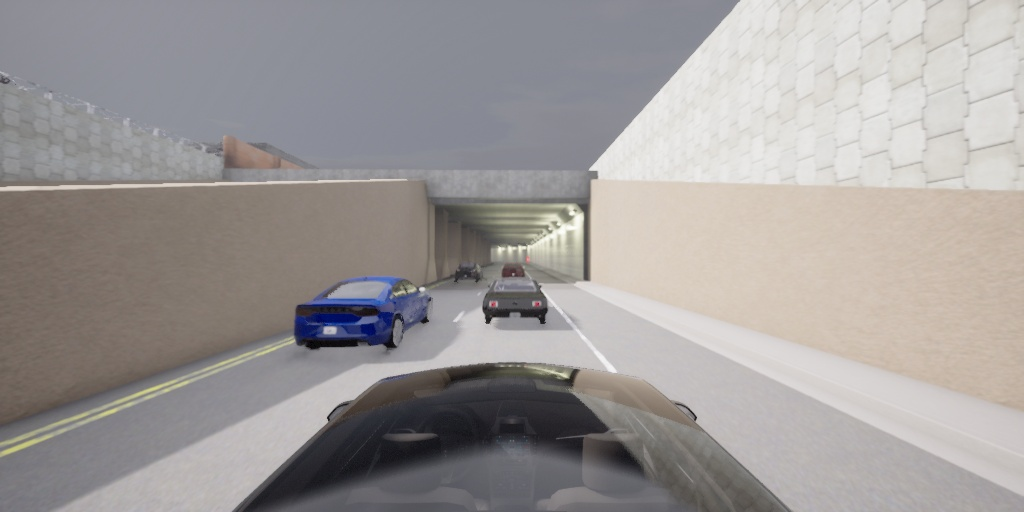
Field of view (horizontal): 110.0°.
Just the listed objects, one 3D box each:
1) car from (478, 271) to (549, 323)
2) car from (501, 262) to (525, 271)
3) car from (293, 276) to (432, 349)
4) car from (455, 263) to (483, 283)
[{"bbox_3d":[0.097,1.366,12.177,1.895,1.301,4.718,0,0,0],"label":"car"},{"bbox_3d":[0.106,1.270,30.332,1.882,1.535,5.008,0,0,0],"label":"car"},{"bbox_3d":[-3.413,1.239,9.217,1.882,1.535,5.008,0,0,0],"label":"car"},{"bbox_3d":[-3.397,1.282,28.774,2.128,1.511,4.902,0,0,0],"label":"car"}]
